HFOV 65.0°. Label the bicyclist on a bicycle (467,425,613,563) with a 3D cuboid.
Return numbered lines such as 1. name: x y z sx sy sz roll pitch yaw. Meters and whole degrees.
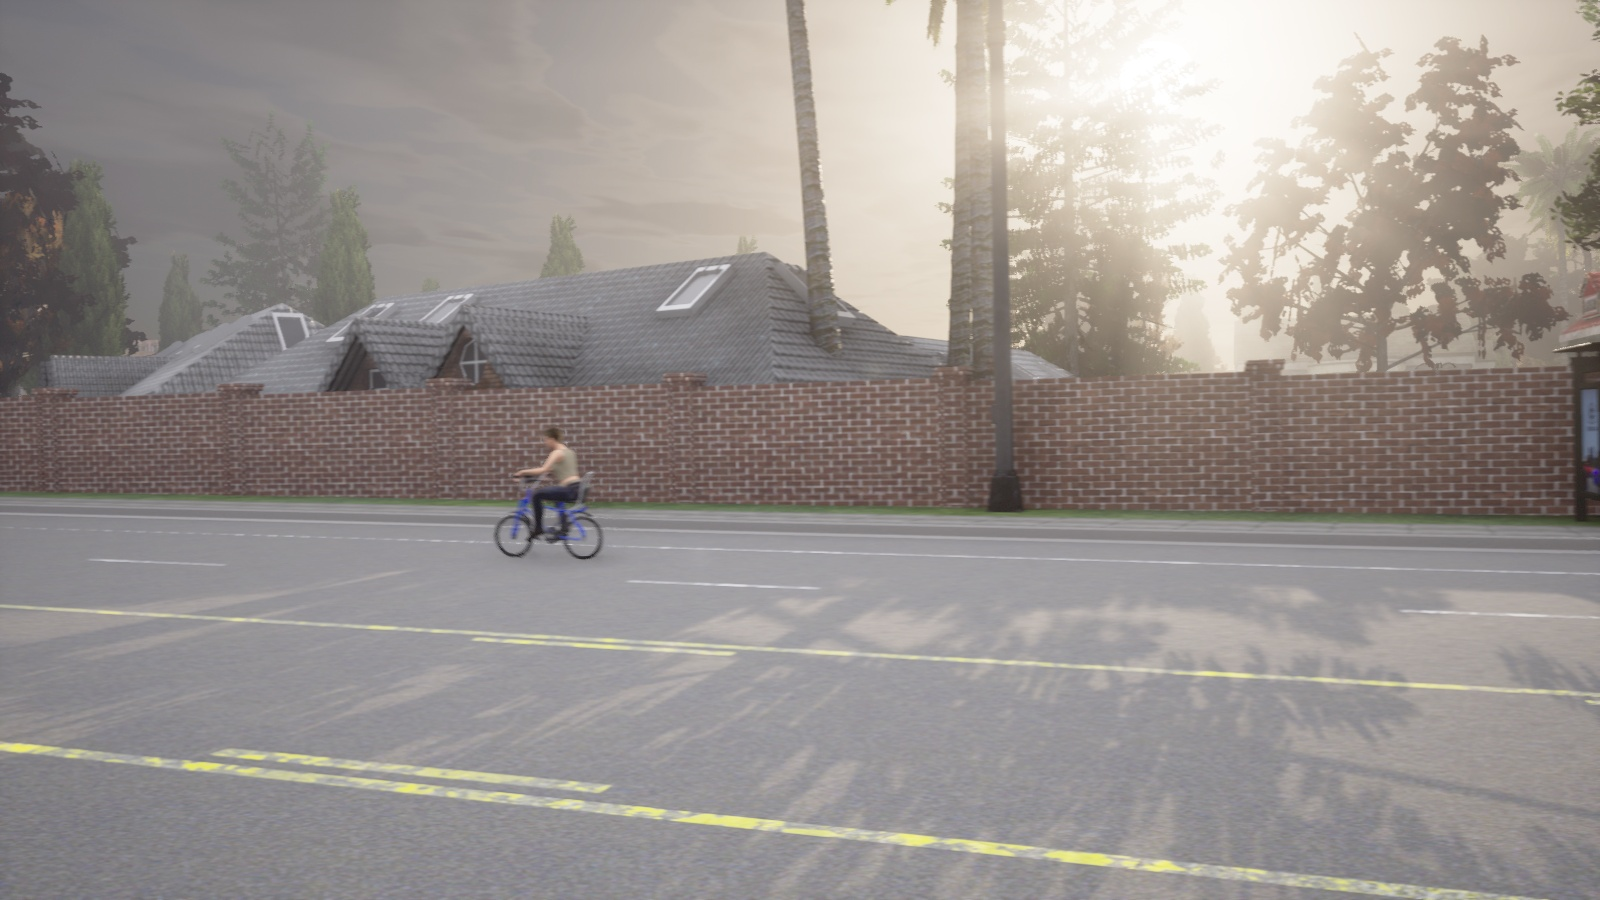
1. bicyclist on a bicycle: -3.161 0.503 15.327 1.509 1.612 0.866 1 1 19
